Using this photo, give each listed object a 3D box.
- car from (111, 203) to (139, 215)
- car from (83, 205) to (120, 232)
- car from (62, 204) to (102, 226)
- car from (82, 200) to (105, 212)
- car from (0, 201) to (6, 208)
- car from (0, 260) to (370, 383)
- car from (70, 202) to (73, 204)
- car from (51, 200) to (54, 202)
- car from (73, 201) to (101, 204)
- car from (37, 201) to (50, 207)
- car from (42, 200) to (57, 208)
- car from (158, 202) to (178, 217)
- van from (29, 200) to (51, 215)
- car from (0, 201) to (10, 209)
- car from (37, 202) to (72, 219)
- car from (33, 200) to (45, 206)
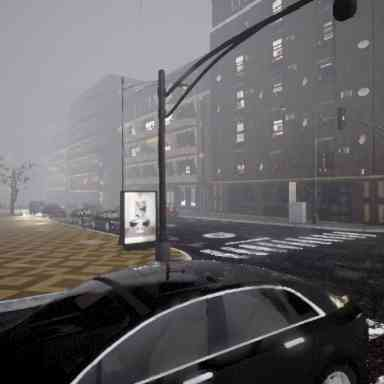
[{"bbox_3d":[-8.459,2.096,41.648,1.802,1.307,4.206,-2,0,-36],"label":"car"},{"bbox_3d":[-5.619,1.888,23.078,2.008,1.369,4.403,-2,0,-36],"label":"car"},{"bbox_3d":[-8.885,1.969,27.589,2.008,1.369,4.403,-2,0,-36],"label":"car"},{"bbox_3d":[-15.054,2.118,50.627,1.967,1.590,4.097,-2,0,-36],"label":"car"},{"bbox_3d":[-44.702,2.861,77.290,1.887,1.381,4.507,-2,0,-36],"label":"car"},{"bbox_3d":[-0.375,1.505,3.019,4.892,1.490,1.837,0,-1,-32],"label":"car"},{"bbox_3d":[-21.585,2.423,59.647,1.802,1.307,4.206,-2,0,-36],"label":"car"},{"bbox_3d":[-25.430,2.469,60.555,1.994,1.385,4.181,-1,-1,-36],"label":"car"},{"bbox_3d":[-14.171,2.187,45.006,1.994,1.385,4.181,-1,-1,-36],"label":"car"},{"bbox_3d":[-34.647,2.735,77.692,1.947,1.339,4.313,-2,0,-36],"label":"car"},{"bbox_3d":[-31.385,2.527,73.180,1.967,1.590,4.097,-2,0,-36],"label":"car"},{"bbox_3d":[-3.201,1.824,34.466,1.967,1.590,4.097,-2,0,-36],"label":"car"},{"bbox_3d":[-19.884,2.034,42.950,1.690,1.788,3.998,-2,0,-36],"label":"van"},{"bbox_3d":[-38.171,2.703,68.267,2.008,1.369,4.403,-2,0,-36],"label":"car"},{"bbox_3d":[-14.964,2.115,36.064,1.887,1.381,4.507,-2,0,-36],"label":"car"},{"bbox_3d":[-37.913,2.796,82.203,1.887,1.381,4.507,-2,0,-36],"label":"car"}]
